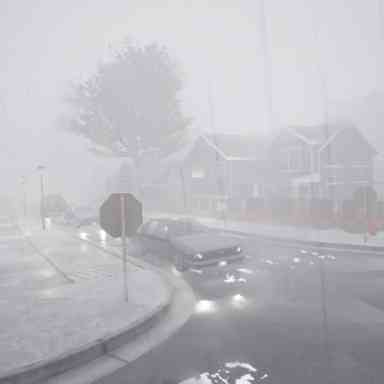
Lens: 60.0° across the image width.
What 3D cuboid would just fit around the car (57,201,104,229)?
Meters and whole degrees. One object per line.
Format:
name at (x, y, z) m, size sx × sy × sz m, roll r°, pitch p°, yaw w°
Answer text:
car at (-7.463, 1.596, 22.840) m, size 2.033 × 1.411 × 5.357 m, roll -3°, pitch 2°, yaw -32°

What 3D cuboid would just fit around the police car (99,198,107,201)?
police car at (-7.422, 1.339, 28.383) m, size 1.930 × 1.638 × 5.238 m, roll -3°, pitch 2°, yaw -31°

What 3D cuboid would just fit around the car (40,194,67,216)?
car at (-14.384, 1.260, 34.431) m, size 2.150 × 2.045 × 5.566 m, roll -3°, pitch 1°, yaw -30°

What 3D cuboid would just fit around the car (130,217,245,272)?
car at (-0.511, 1.624, 11.674) m, size 2.033 × 1.411 × 5.357 m, roll -3°, pitch 2°, yaw -31°
